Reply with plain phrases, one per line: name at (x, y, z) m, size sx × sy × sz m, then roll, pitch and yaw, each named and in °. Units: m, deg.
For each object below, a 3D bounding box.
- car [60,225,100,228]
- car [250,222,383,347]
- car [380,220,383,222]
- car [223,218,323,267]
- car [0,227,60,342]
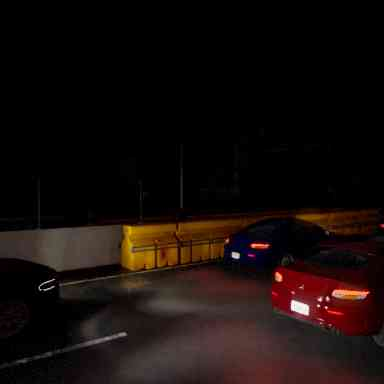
car at (-5.333, 1.601, 17.387) m, size 4.718 × 1.301 × 1.895 m, roll 0°, pitch 0°, yaw -36°
car at (3.441, 1.526, 6.211) m, size 4.674 × 1.442 × 1.812 m, roll 0°, pitch 0°, yaw -36°
car at (10.842, 1.547, 15.779) m, size 5.357 × 1.411 × 2.033 m, roll 0°, pitch 0°, yaw -36°
car at (3.042, 1.526, 10.220) m, size 4.674 × 1.442 × 1.812 m, roll 0°, pitch 0°, yaw -35°
car at (-4.570, 1.478, 4.785) m, size 5.008 × 1.535 × 1.882 m, roll 0°, pitch 0°, yaw -35°
